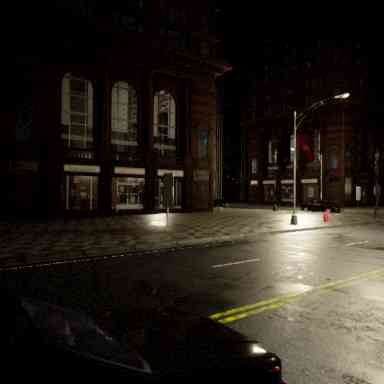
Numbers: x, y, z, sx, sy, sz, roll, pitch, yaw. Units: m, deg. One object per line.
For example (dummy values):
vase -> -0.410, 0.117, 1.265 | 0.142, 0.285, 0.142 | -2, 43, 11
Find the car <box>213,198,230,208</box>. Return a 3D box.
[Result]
car -> 3.961, 1.763, 52.504 | 1.837, 1.490, 4.892 | 1, -1, -35

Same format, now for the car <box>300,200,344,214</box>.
car -> 14.592, 1.678, 37.521 | 1.837, 1.490, 4.892 | 1, 0, -35

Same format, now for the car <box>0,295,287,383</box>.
car -> -1.696, 1.548, 2.246 | 5.357, 1.411, 2.033 | 0, 0, -36
